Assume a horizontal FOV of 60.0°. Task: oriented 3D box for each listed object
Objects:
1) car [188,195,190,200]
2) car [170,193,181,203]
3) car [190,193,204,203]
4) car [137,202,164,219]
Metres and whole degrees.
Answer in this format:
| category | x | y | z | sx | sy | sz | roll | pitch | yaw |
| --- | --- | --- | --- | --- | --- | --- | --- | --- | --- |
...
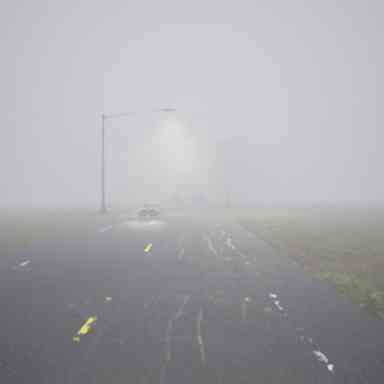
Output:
| category | x | y | z | sx | sy | sz | roll | pitch | yaw |
| --- | --- | --- | --- | --- | --- | --- | --- | --- | --- |
| car | 0.011 | 1.383 | 84.882 | 2.033 | 1.411 | 5.357 | 0 | 0 | 0 |
| car | -3.492 | 1.208 | 70.316 | 2.150 | 2.045 | 5.566 | 0 | 0 | 0 |
| car | 1.233 | 1.215 | 66.192 | 2.150 | 2.045 | 5.566 | 0 | 0 | 0 |
| car | -3.593 | 1.592 | 29.192 | 1.895 | 1.301 | 4.718 | 0 | 0 | 0 |
